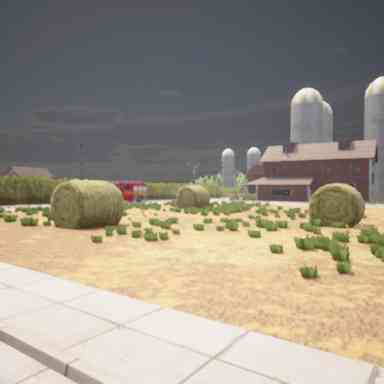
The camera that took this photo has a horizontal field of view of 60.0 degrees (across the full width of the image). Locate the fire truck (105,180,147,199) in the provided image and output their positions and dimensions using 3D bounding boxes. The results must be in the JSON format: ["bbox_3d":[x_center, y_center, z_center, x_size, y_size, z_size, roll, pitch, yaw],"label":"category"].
[{"bbox_3d":[-11.389,-0.081,56.275,2.891,3.827,8.468,1,0,32],"label":"fire truck"}]
